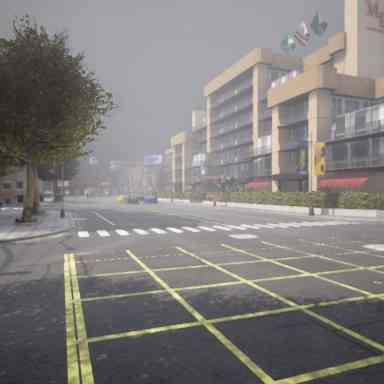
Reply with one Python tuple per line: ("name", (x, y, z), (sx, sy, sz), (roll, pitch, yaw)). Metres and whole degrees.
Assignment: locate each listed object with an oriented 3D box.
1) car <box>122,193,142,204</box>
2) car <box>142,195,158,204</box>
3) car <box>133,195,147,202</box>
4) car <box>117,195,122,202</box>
("car", (-11.177, 1.495, 61.714), (1.837, 1.490, 4.892), (0, 0, -21))
("car", (-7.917, 1.467, 62.987), (1.882, 1.535, 5.008), (0, 0, -21))
("car", (-11.243, 1.371, 71.504), (1.837, 1.490, 4.892), (0, 0, -21))
("car", (-14.500, 1.349, 70.225), (1.882, 1.535, 5.008), (0, 0, -21))
